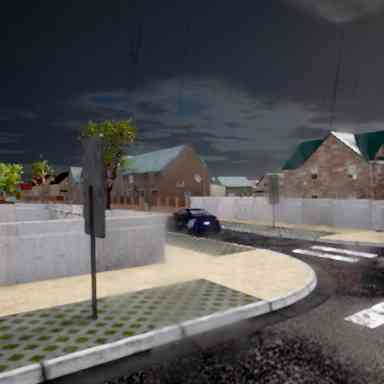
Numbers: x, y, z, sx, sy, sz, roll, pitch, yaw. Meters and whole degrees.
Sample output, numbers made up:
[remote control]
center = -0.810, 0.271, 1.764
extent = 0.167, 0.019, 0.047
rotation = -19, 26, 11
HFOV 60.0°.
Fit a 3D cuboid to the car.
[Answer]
[car]
center = -0.060, 1.621, 19.094
extent = 1.994, 1.385, 4.181
rotation = 0, -1, -24
